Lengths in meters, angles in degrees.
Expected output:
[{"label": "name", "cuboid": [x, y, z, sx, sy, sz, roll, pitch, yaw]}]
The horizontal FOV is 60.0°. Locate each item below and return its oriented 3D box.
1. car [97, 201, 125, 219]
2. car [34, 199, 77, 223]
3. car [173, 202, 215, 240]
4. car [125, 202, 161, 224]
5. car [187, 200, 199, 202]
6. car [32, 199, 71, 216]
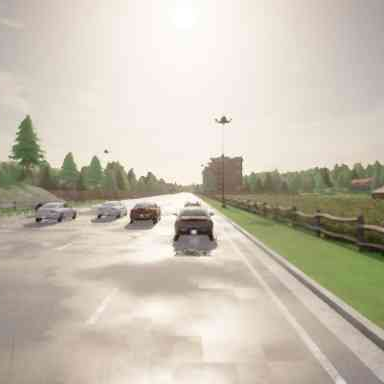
[{"label": "car", "cuboid": [-6.904, 1.518, 29.017, 1.812, 1.442, 4.674, 0, 0, 0]}, {"label": "car", "cuboid": [-10.403, 1.521, 25.606, 1.812, 1.442, 4.674, 0, 0, 0]}, {"label": "car", "cuboid": [0.090, 1.500, 17.070, 1.837, 1.490, 4.892, 0, 0, 0]}, {"label": "car", "cuboid": [-3.403, 1.471, 24.962, 1.882, 1.535, 5.008, 0, 0, 0]}, {"label": "car", "cuboid": [0.096, 1.553, 35.111, 1.994, 1.385, 4.181, 0, 0, 0]}, {"label": "car", "cuboid": [-13.903, 1.500, 33.259, 1.837, 1.490, 4.892, 0, 0, 0]}]
